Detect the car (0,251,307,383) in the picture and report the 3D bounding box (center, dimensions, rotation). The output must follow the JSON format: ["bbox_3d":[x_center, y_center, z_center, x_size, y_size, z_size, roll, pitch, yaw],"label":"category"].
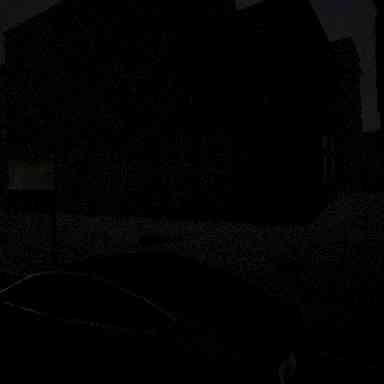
[{"bbox_3d":[-1.116,1.512,4.121,4.792,1.488,2.163,0,0,35],"label":"car"}]
